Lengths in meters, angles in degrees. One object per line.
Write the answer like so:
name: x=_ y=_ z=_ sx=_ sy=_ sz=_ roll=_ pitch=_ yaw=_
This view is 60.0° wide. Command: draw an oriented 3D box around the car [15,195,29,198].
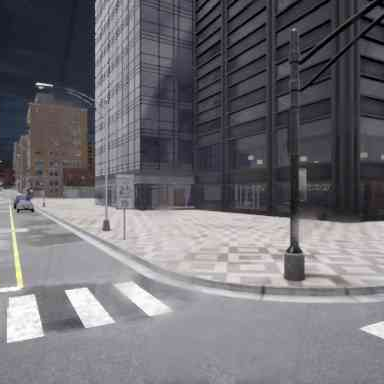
car: x=-25.243 y=1.420 z=49.361 sx=2.150 sy=2.045 sz=5.566 roll=0 pitch=0 yaw=-29

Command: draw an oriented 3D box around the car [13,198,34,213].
car: x=-20.194 y=1.739 z=40.263 sx=2.033 sy=1.411 sz=5.357 roll=0 pitch=0 yaw=-29
